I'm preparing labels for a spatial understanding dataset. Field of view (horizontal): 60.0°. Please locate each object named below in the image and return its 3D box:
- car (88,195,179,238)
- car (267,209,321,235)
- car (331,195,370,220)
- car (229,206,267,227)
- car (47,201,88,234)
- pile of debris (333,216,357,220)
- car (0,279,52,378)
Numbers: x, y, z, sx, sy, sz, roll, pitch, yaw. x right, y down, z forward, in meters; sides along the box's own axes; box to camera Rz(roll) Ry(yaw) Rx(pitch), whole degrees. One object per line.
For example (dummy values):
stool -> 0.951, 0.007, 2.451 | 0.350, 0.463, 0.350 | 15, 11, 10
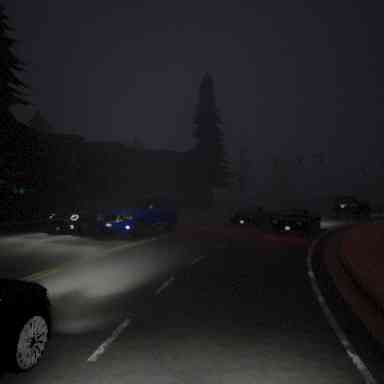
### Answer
car -> -2.701, 1.193, 17.939 | 2.150, 2.045, 5.566 | 0, 0, 25
car -> 6.207, 1.636, 19.433 | 1.895, 1.301, 4.718 | 0, 0, 32
car -> 14.289, 1.311, 29.855 | 2.150, 2.045, 5.566 | 0, 0, 40
car -> 4.435, 1.622, 23.099 | 1.895, 1.301, 4.718 | 0, 0, 34
car -> -5.908, 1.300, 19.006 | 2.097, 1.767, 4.553 | 1, 0, 25
pile of debris -> 13.305, 2.258, 28.878 | 1.500, 0.140, 1.860 | 0, 0, 40
car -> -3.006, 1.468, 2.760 | 2.128, 1.511, 4.902 | 0, 0, 5
